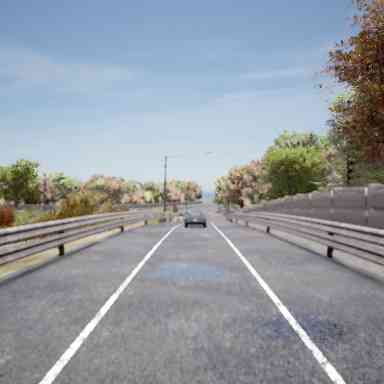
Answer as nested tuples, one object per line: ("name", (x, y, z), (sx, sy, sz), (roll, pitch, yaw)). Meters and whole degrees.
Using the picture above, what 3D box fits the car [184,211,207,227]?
("car", (0.359, 2.490, 30.781), (1.994, 1.385, 4.181), (0, -3, 3))

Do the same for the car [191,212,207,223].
("car", (0.986, 3.510, 45.498), (1.994, 1.385, 4.181), (0, -4, 4))
